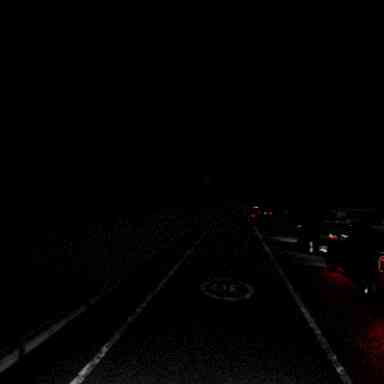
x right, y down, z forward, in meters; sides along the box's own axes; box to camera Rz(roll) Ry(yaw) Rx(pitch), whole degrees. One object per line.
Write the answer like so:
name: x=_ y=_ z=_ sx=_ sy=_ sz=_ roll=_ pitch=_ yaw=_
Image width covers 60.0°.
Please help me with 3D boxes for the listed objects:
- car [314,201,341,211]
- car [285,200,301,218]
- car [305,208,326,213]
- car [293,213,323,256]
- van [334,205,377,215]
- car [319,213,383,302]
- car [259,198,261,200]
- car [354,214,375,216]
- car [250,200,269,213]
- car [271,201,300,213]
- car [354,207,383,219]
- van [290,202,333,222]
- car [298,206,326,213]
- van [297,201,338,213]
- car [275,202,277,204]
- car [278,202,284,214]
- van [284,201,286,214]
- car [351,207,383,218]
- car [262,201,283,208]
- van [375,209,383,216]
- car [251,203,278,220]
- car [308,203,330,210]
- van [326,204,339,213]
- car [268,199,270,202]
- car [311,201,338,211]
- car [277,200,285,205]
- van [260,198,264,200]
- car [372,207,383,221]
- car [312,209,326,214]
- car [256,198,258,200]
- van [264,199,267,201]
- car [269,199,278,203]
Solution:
car: x=32.535 y=3.405 z=80.052 sx=5.566 sy=2.045 sz=2.435 roll=3 pitch=0 yaw=8
car: x=13.695 y=2.291 z=36.928 sx=5.566 sy=2.045 sz=2.435 roll=3 pitch=0 yaw=8
car: x=12.611 y=2.482 z=28.584 sx=4.674 sy=1.452 sz=2.002 roll=3 pitch=0 yaw=8
car: x=6.079 y=1.983 z=15.211 sx=1.837 sy=1.490 sz=4.892 roll=3 pitch=0 yaw=8
van: x=11.419 y=2.080 z=20.261 sx=4.442 sy=1.987 sz=1.878 roll=3 pitch=-1 yaw=8
car: x=5.294 y=1.727 z=9.228 sx=2.097 sy=1.767 sz=4.553 roll=3 pitch=-1 yaw=8
car: x=20.100 y=3.043 z=84.148 sx=5.366 sy=1.575 sz=1.946 roll=3 pitch=0 yaw=8
car: x=11.153 y=2.261 z=17.461 sx=5.008 sy=1.535 sz=2.097 roll=3 pitch=-1 yaw=8
car: x=9.558 y=2.391 z=48.863 sx=2.128 sy=1.511 sz=4.902 roll=3 pitch=0 yaw=8
car: x=16.606 y=2.648 z=59.163 sx=4.553 sy=1.767 sz=2.185 roll=3 pitch=0 yaw=8
car: x=28.721 y=3.356 z=52.311 sx=5.366 sy=1.575 sz=1.946 roll=3 pitch=0 yaw=7
van: x=14.203 y=2.353 z=39.689 sx=4.442 sy=1.987 sz=1.878 roll=3 pitch=0 yaw=8
car: x=12.987 y=2.480 z=31.362 sx=4.892 sy=1.521 sz=2.231 roll=3 pitch=0 yaw=8
van: x=13.473 y=2.294 z=34.133 sx=4.442 sy=1.987 sz=1.878 roll=3 pitch=0 yaw=8
car: x=15.531 y=2.728 z=50.821 sx=4.674 sy=1.452 sz=2.002 roll=3 pitch=0 yaw=8
car: x=14.799 y=2.631 z=45.263 sx=4.892 sy=1.521 sz=2.231 roll=3 pitch=0 yaw=8
van: x=14.568 y=2.382 z=42.468 sx=4.442 sy=1.987 sz=1.878 roll=3 pitch=0 yaw=8
car: x=29.272 y=3.398 z=55.039 sx=4.892 sy=1.521 sz=2.231 roll=3 pitch=0 yaw=8
car: x=19.579 y=3.039 z=81.389 sx=4.792 sy=1.488 sz=2.163 roll=3 pitch=0 yaw=8
van: x=10.921 y=1.991 z=14.669 sx=4.442 sy=1.987 sz=1.878 roll=3 pitch=-1 yaw=8
car: x=8.081 y=2.307 z=37.479 sx=2.033 sy=1.411 sz=5.357 roll=3 pitch=0 yaw=8
car: x=33.617 y=3.749 z=88.207 sx=5.008 sy=1.535 sz=2.097 roll=3 pitch=0 yaw=8
van: x=12.013 y=2.137 z=23.008 sx=4.442 sy=1.987 sz=1.878 roll=3 pitch=-1 yaw=8
car: x=16.251 y=2.494 z=56.384 sx=5.566 sy=2.045 sz=2.435 roll=3 pitch=0 yaw=8
car: x=32.881 y=3.433 z=82.691 sx=5.566 sy=2.045 sz=2.435 roll=3 pitch=0 yaw=8
car: x=15.208 y=2.535 z=48.038 sx=4.553 sy=1.767 sz=2.185 roll=3 pitch=0 yaw=8
van: x=19.082 y=2.747 z=78.629 sx=4.442 sy=1.987 sz=1.878 roll=3 pitch=0 yaw=8
car: x=28.219 y=3.186 z=46.780 sx=4.553 sy=1.767 sz=2.185 roll=3 pitch=0 yaw=8
car: x=12.278 y=2.434 z=25.796 sx=4.792 sy=1.488 sz=2.163 roll=3 pitch=-1 yaw=8
car: x=20.981 y=3.162 z=92.511 sx=4.792 sy=1.488 sz=2.163 roll=3 pitch=0 yaw=8
van: x=17.622 y=2.631 z=67.512 sx=4.442 sy=1.987 sz=1.878 roll=3 pitch=0 yaw=8
car: x=15.885 y=2.465 z=53.605 sx=5.566 sy=2.045 sz=2.435 roll=3 pitch=0 yaw=8
